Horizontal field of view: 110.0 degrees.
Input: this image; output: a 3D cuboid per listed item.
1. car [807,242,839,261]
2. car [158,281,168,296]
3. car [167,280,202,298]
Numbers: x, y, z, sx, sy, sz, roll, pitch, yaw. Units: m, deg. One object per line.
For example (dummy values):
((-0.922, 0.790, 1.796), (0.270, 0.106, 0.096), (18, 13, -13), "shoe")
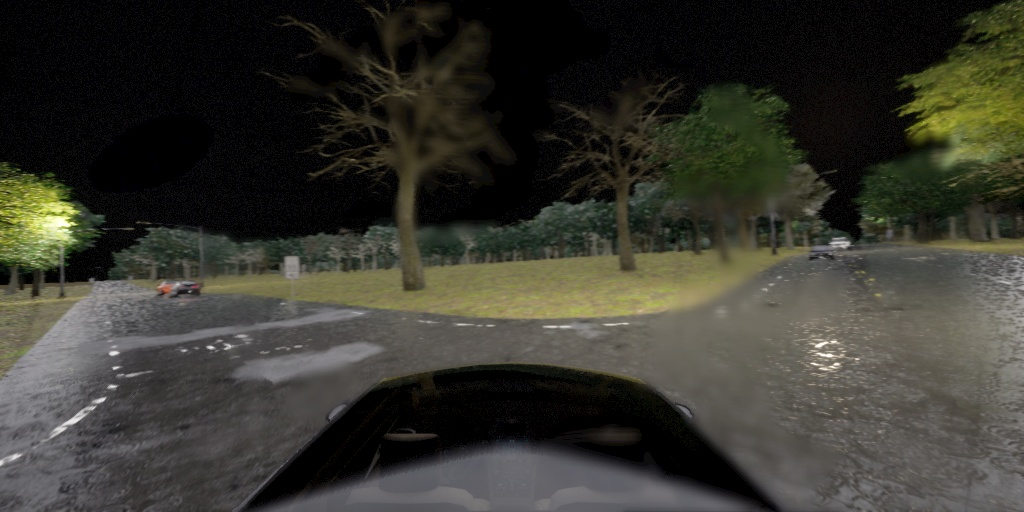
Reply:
((30.590, -0.332, 35.508), (2.033, 1.411, 5.357), (-5, -1, 41), "car")
((-39.358, 3.597, 41.520), (4.553, 1.767, 2.097), (-4, -2, 41), "car")
((-31.679, 3.177, 34.850), (4.892, 1.490, 1.837), (-4, -2, 41), "car")
